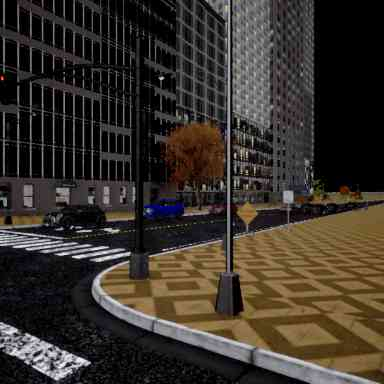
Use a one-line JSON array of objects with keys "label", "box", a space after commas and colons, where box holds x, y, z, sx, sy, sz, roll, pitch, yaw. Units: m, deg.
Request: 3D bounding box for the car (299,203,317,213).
[{"label": "car", "box": [19.135, 2.533, 54.745, 1.837, 1.490, 4.892, 0, -1, 33]}]

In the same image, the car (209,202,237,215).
[{"label": "car", "box": [4.117, 2.062, 43.587, 2.097, 1.767, 4.553, 0, -1, 34]}]

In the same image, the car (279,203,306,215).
[{"label": "car", "box": [13.820, 2.402, 46.406, 2.033, 1.411, 5.357, 0, -1, 33]}]

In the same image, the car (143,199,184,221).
[{"label": "car", "box": [-2.923, 1.700, 32.695, 2.150, 2.045, 5.566, 0, -1, 33]}]

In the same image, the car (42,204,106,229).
[{"label": "car", "box": [-8.455, 1.648, 24.110, 2.097, 1.767, 4.553, 0, -1, 33]}]

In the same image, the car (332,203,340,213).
[{"label": "car", "box": [23.089, 2.574, 54.707, 1.837, 1.490, 4.892, 0, -1, 33]}]

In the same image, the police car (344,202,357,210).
[{"label": "police car", "box": [31.505, 2.738, 65.842, 1.930, 1.638, 5.238, 0, -1, 33]}]

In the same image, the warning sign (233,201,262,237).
[{"label": "warning sign", "box": [3.102, 1.454, 18.567, 1.300, 1.860, 1.060, 1, 1, 33]}]

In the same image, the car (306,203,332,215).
[{"label": "car", "box": [17.691, 2.398, 46.317, 1.837, 1.490, 4.892, 0, -1, 33]}]
